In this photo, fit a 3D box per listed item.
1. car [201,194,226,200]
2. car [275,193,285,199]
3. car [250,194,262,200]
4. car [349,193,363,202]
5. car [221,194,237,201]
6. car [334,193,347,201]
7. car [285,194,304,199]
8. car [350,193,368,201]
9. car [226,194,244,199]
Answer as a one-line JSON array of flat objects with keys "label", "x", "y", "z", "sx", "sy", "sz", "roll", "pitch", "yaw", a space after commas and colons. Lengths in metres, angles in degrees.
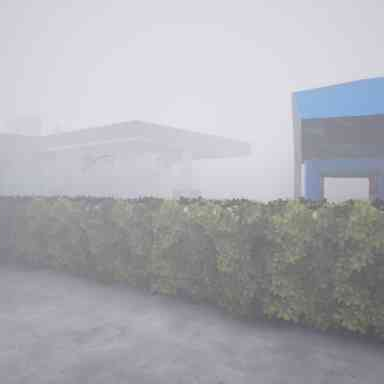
[{"label": "car", "x": 3.722, "y": 1.361, "z": 58.767, "sx": 1.970, "sy": 1.475, "sz": 3.806, "roll": 0, "pitch": 0, "yaw": 35}, {"label": "car", "x": 21.191, "y": 1.154, "z": 78.090, "sx": 2.152, "sy": 1.636, "sz": 5.027, "roll": 0, "pitch": 0, "yaw": 35}, {"label": "car", "x": 15.765, "y": 1.232, "z": 81.532, "sx": 1.970, "sy": 1.475, "sz": 3.806, "roll": 0, "pitch": 0, "yaw": 35}, {"label": "car", "x": 34.246, "y": 1.097, "z": 69.359, "sx": 1.932, "sy": 1.855, "sz": 4.605, "roll": 0, "pitch": 0, "yaw": 35}, {"label": "car", "x": 8.704, "y": 1.298, "z": 77.893, "sx": 2.007, "sy": 1.523, "sz": 4.514, "roll": 0, "pitch": 0, "yaw": 35}, {"label": "car", "x": 31.636, "y": 1.077, "z": 70.700, "sx": 1.905, "sy": 1.878, "sz": 3.866, "roll": 0, "pitch": 0, "yaw": 35}, {"label": "car", "x": 18.347, "y": 1.298, "z": 57.936, "sx": 2.007, "sy": 1.523, "sz": 4.514, "roll": 0, "pitch": 0, "yaw": 35}, {"label": "car", "x": 26.480, "y": 1.320, "z": 52.130, "sx": 1.845, "sy": 1.501, "sz": 3.633, "roll": 0, "pitch": 0, "yaw": 35}, {"label": "car", "x": 8.588, "y": 1.097, "z": 65.711, "sx": 1.932, "sy": 1.855, "sz": 4.605, "roll": 0, "pitch": 0, "yaw": 35}]
